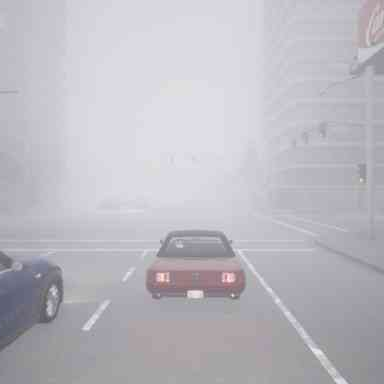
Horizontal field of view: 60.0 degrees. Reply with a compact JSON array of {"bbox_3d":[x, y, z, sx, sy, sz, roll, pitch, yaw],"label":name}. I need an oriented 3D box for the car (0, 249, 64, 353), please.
[{"bbox_3d":[-3.434,1.351,4.329,2.097,1.767,4.553,0,0,1],"label":"car"}]

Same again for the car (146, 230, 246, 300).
[{"bbox_3d":[0.106,1.599,8.353,1.895,1.301,4.718,0,0,1],"label":"car"}]

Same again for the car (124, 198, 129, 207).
[{"bbox_3d":[-10.449,1.587,52.623,1.895,1.301,4.718,0,0,1],"label":"car"}]

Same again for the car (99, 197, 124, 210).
[{"bbox_3d":[-10.488,1.493,42.837,1.837,1.490,4.892,0,0,0],"label":"car"}]

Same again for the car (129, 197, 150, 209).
[{"bbox_3d":[-6.962,1.479,46.451,2.128,1.511,4.902,0,0,1],"label":"car"}]
